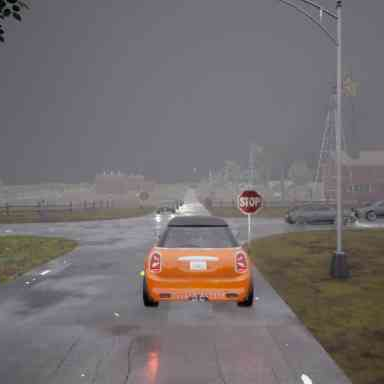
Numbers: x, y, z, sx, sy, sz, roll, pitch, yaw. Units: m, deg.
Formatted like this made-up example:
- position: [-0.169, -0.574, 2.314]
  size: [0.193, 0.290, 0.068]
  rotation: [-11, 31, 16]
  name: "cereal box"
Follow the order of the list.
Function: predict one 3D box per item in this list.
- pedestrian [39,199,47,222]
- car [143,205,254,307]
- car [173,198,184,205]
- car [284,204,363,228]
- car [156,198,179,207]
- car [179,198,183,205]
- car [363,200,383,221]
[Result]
- position: [-12.086, 1.466, 27.030]
  size: [0.375, 1.860, 0.375]
  rotation: [0, 2, 0]
  name: "pedestrian"
- position: [0.120, 1.354, 8.151]
  size: [2.097, 1.767, 4.553]
  rotation: [0, 0, 0]
  name: "car"
- position: [-2.609, 1.867, 66.894]
  size: [2.033, 1.411, 5.357]
  rotation: [0, -1, 0]
  name: "car"
- position: [7.963, 1.427, 20.908]
  size: [4.181, 1.385, 1.994]
  rotation: [-1, 1, 1]
  name: "car"
- position: [-2.750, 1.571, 36.597]
  size: [1.837, 1.490, 4.892]
  rotation: [0, 0, 0]
  name: "car"
- position: [-2.725, 1.670, 46.394]
  size: [2.033, 1.411, 5.357]
  rotation: [0, 0, 0]
  name: "car"
- position: [13.563, 1.267, 23.823]
  size: [4.181, 1.385, 1.994]
  rotation: [-1, 1, -1]
  name: "car"
